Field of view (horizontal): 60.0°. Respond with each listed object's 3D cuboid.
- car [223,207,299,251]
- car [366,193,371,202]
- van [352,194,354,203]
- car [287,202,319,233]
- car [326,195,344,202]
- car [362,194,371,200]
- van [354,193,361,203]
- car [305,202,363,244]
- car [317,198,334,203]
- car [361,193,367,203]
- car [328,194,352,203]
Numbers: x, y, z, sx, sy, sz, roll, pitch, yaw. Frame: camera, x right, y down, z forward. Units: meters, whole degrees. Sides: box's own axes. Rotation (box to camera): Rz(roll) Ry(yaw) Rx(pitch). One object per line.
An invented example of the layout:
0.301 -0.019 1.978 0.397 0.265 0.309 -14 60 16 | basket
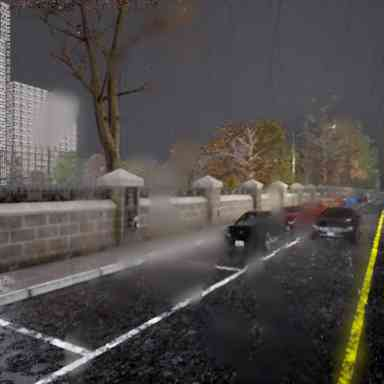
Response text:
2.833 1.474 13.881 1.947 1.339 4.313 0 0 31 | car
34.354 1.033 67.189 2.192 1.841 5.009 0 0 31 | car
17.160 1.151 38.110 1.690 1.788 3.998 0 0 31 | van
5.698 1.466 18.728 1.802 1.307 4.206 0 0 31 | car
11.429 1.283 28.416 1.967 1.590 4.097 0 0 31 | car
42.950 1.265 81.729 1.802 1.307 4.206 0 0 31 | car
22.891 1.118 47.804 1.690 1.788 3.998 0 0 31 | van
6.827 1.436 15.538 1.812 1.442 4.674 0 0 31 | car
8.563 1.406 23.573 1.887 1.381 4.507 0 0 31 | car
28.622 1.312 57.498 1.947 1.339 4.313 0 0 31 | car
14.294 1.142 33.263 2.192 1.841 5.009 0 0 31 | car
